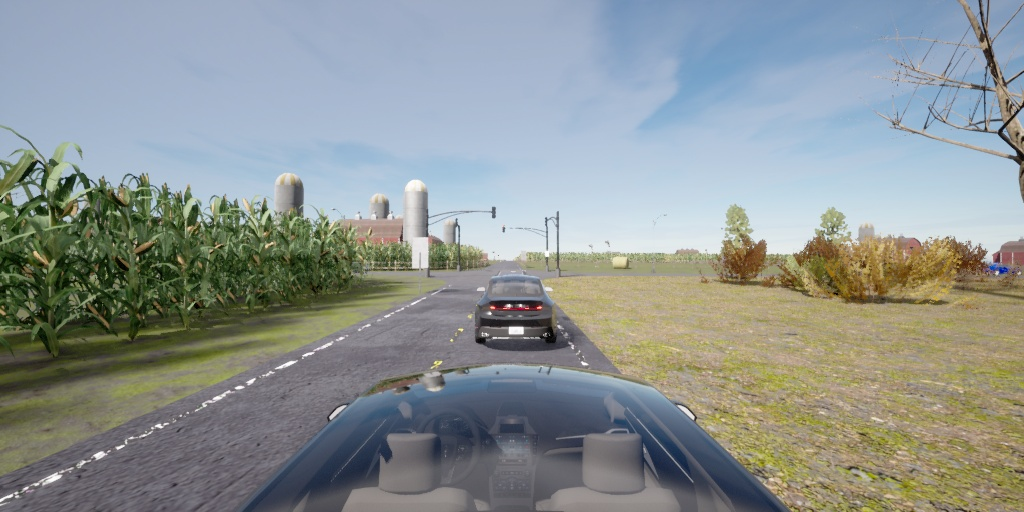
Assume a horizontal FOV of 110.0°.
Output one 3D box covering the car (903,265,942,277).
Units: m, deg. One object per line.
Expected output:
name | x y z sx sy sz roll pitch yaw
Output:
car | 48.561 1.768 42.517 4.181 1.385 1.994 1 -1 -5

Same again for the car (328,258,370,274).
car | -17.436 0.949 37.785 4.553 1.767 2.097 1 -1 -3

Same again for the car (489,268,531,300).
car | 0.034 1.360 18.807 1.895 1.301 4.718 0 0 4

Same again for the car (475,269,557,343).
car | 0.080 1.259 9.656 1.837 1.490 4.892 0 0 0
